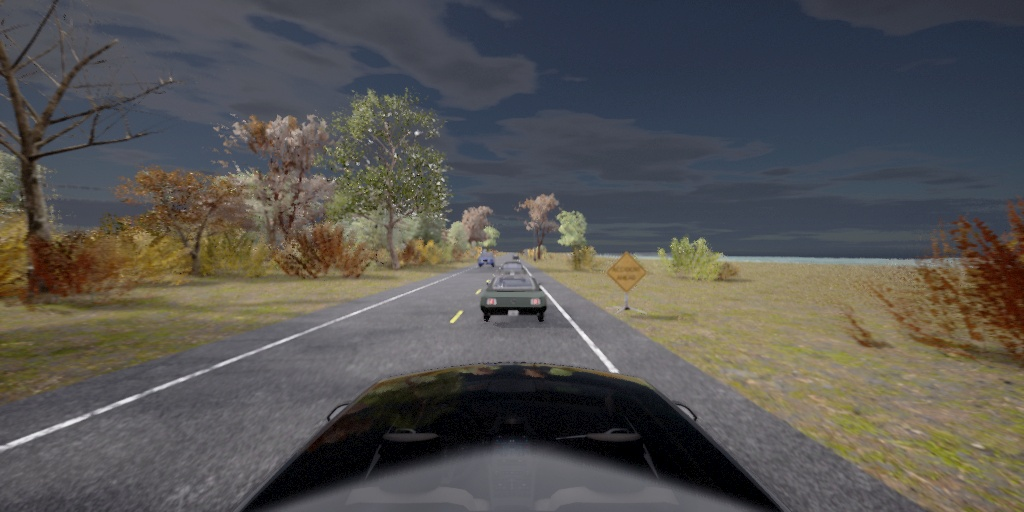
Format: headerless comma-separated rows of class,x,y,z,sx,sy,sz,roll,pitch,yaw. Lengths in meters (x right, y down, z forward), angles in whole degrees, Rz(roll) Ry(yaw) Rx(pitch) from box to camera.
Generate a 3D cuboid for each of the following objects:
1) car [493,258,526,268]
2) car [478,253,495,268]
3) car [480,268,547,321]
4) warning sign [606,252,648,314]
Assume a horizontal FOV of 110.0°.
car,0.045,1.110,25.048,2.033,1.411,5.357,0,0,1
car,-3.578,0.569,51.009,2.150,2.045,5.566,0,0,0
car,0.060,1.268,12.060,1.895,1.301,4.718,0,0,0
warning sign,3.550,0.790,11.122,1.300,1.860,1.060,0,0,0
